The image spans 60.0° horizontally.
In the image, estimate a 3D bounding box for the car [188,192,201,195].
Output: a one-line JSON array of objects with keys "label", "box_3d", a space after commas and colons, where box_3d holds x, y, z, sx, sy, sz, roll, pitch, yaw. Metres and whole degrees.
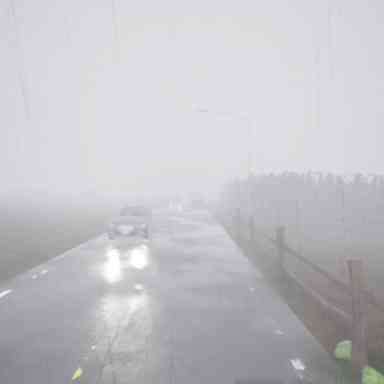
[{"label": "car", "box_3d": [0.811, 0.980, 58.291, 2.150, 2.045, 5.566, 0, 0, 0]}]

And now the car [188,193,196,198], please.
[{"label": "car", "box_3d": [-0.017, 0.977, 94.063, 2.128, 1.511, 4.902, 0, 0, 0]}]

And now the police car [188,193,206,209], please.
[{"label": "police car", "box_3d": [0.817, 1.270, 42.373, 1.930, 1.638, 5.238, 0, 0, 0]}]

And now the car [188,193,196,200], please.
[{"label": "car", "box_3d": [-0.014, 0.990, 76.561, 1.882, 1.535, 5.008, 0, 0, 0]}]

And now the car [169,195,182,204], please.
[{"label": "car", "box_3d": [-2.816, 1.270, 57.160, 1.837, 1.490, 4.892, 0, 0, 1]}]

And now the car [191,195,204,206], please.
[{"label": "car", "box_3d": [0.815, 1.298, 52.263, 1.837, 1.490, 4.892, 0, 0, 0]}]

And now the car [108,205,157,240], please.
[{"label": "car", "box_3d": [-2.852, 1.446, 16.684, 2.128, 1.511, 4.902, 0, 0, 0]}]
